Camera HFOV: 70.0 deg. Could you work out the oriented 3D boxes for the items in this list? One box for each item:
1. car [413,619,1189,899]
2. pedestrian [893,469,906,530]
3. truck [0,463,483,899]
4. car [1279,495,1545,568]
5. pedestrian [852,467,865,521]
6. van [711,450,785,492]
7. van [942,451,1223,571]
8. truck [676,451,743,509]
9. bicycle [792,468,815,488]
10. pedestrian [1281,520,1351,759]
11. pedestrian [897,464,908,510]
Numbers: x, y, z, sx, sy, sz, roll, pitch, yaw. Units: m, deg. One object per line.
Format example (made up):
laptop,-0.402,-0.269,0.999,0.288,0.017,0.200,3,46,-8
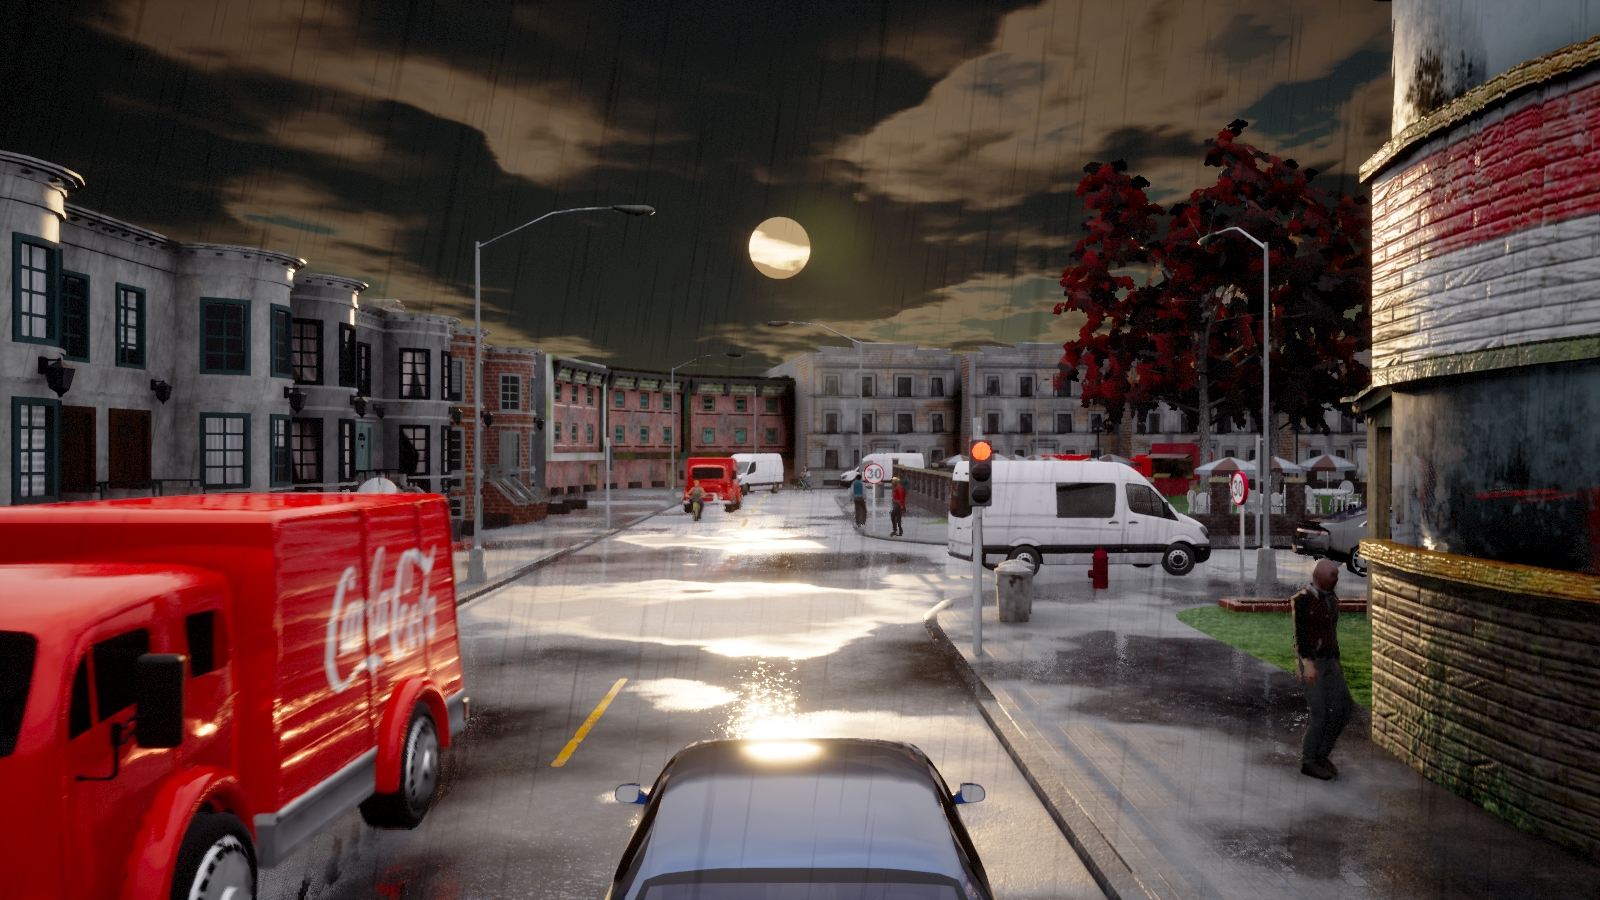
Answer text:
car,-0.001,1.884,5.268,2.033,1.411,5.357,0,0,0
pedestrian,3.040,1.502,35.010,0.375,1.860,0.375,0,0,2
truck,-4.039,1.344,7.296,2.627,2.467,5.204,0,0,0
car,13.778,1.817,25.951,4.902,1.511,2.128,0,0,-1
pedestrian,2.007,1.505,39.447,0.375,1.860,0.375,0,0,16
van,-3.214,1.289,72.299,1.988,2.561,5.915,0,0,28
van,6.389,1.304,26.031,5.915,2.561,1.988,0,0,-11
truck,-4.030,1.345,51.903,2.627,2.467,5.204,0,-1,0
bicycle,0.259,1.909,77.024,1.643,1.296,0.373,0,0,-36
pedestrian,4.213,1.522,9.335,0.375,1.860,0.375,0,0,-31
pedestrian,4.179,1.498,46.404,0.375,1.860,0.375,0,0,15
